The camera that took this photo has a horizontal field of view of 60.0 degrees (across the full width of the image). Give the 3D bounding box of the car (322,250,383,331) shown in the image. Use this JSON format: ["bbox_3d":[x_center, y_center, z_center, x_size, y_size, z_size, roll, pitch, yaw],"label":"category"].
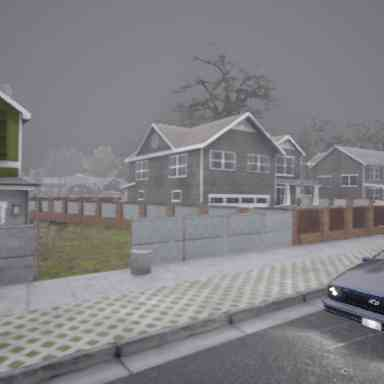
[{"bbox_3d":[4.831,1.548,6.401,5.357,1.411,2.033,0,0,-35],"label":"car"}]
